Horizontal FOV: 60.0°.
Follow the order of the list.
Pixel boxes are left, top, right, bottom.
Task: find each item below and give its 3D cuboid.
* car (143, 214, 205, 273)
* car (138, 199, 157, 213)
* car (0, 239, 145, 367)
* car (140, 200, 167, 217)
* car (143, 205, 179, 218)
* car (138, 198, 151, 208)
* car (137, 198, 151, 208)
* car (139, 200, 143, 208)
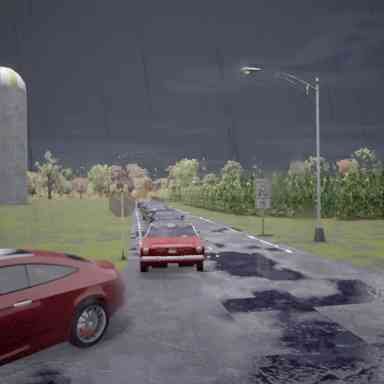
[{"bbox_3d":[-0.681,1.663,11.133,1.895,1.301,4.718,-1,0,-4],"label":"car"},{"bbox_3d":[-5.669,1.683,42.084,2.128,1.511,4.902,-1,0,-10],"label":"car"},{"bbox_3d":[-2.950,1.546,4.368,1.812,1.442,4.674,0,-1,35],"label":"car"},{"bbox_3d":[-2.344,1.601,23.448,2.128,1.511,4.902,-1,0,-10],"label":"car"},{"bbox_3d":[-1.387,1.649,17.813,1.994,1.385,4.181,-1,0,-10],"label":"car"},{"bbox_3d":[-4.507,1.710,35.733,2.033,1.411,5.357,-1,0,-10],"label":"car"},{"bbox_3d":[-7.648,1.717,52.687,1.882,1.535,5.008,-1,0,-11],"label":"car"},{"bbox_3d":[-3.464,1.701,29.869,1.994,1.385,4.181,-1,0,-10],"label":"car"}]
